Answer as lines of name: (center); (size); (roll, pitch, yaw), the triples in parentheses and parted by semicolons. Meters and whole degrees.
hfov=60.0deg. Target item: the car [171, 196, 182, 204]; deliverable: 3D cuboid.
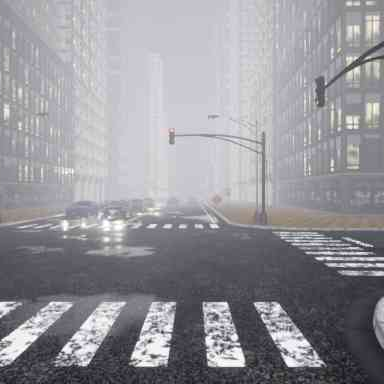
car: (-3.191, 1.634, 70.342); (2.128, 1.511, 4.902); (0, 0, 0)

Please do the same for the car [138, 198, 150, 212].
car: (-6.618, 1.520, 39.623); (1.882, 1.535, 5.008); (0, 0, 0)

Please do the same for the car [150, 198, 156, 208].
car: (-6.617, 1.593, 49.670); (1.812, 1.442, 4.674); (0, 0, 0)

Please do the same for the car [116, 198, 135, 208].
car: (-9.863, 1.631, 49.400); (1.994, 1.385, 4.181); (0, 0, 0)

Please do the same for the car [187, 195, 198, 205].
car: (0.075, 1.631, 61.478); (1.812, 1.442, 4.674); (0, 0, 0)

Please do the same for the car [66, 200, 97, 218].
car: (-9.868, 1.503, 30.343); (1.882, 1.535, 5.008); (0, 0, 0)

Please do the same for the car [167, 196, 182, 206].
car: (-3.178, 1.568, 57.119); (1.882, 1.535, 5.008); (0, 0, 0)

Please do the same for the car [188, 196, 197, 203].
car: (0.034, 1.622, 71.325); (1.882, 1.535, 5.008); (0, 0, 0)

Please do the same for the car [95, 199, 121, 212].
car: (-9.867, 1.606, 39.476); (1.994, 1.385, 4.181); (0, 0, 0)

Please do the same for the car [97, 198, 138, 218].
car: (-6.614, 1.517, 30.096); (2.128, 1.511, 4.902); (0, 0, 0)
